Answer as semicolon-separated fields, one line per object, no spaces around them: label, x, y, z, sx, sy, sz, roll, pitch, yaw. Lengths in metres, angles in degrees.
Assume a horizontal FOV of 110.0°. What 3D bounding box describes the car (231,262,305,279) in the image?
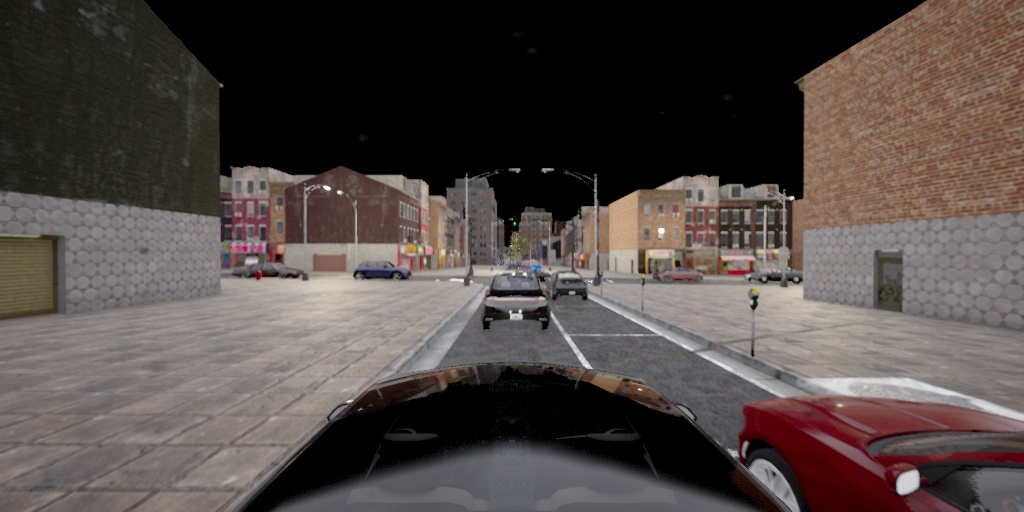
car;-20.282;1.237;29.990;5.357;1.411;2.033;1;1;0

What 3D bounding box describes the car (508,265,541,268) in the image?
car;1.530;1.542;26.724;1.895;1.301;4.718;-1;-1;26

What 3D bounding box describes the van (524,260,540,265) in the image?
van;2.682;1.411;44.856;1.690;1.789;3.998;0;0;0

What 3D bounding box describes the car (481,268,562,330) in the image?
car;0.108;1.291;11.226;2.128;1.511;4.902;0;0;0

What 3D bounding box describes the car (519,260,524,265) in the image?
car;2.694;1.498;55.437;2.192;1.841;5.009;0;0;0

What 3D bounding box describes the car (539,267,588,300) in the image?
car;2.653;1.391;17.902;2.007;1.370;4.403;0;0;0

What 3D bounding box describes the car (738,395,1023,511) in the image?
car;2.634;1.292;1.027;1.888;1.381;4.507;0;0;0

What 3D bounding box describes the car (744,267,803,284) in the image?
car;23.993;1.743;32.818;4.902;1.511;2.128;1;1;0

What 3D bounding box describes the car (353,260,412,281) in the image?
car;-10.729;1.170;29.972;4.553;1.767;2.097;1;1;0

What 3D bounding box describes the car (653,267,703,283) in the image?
car;15.155;1.699;32.848;4.181;1.385;1.994;1;1;0
